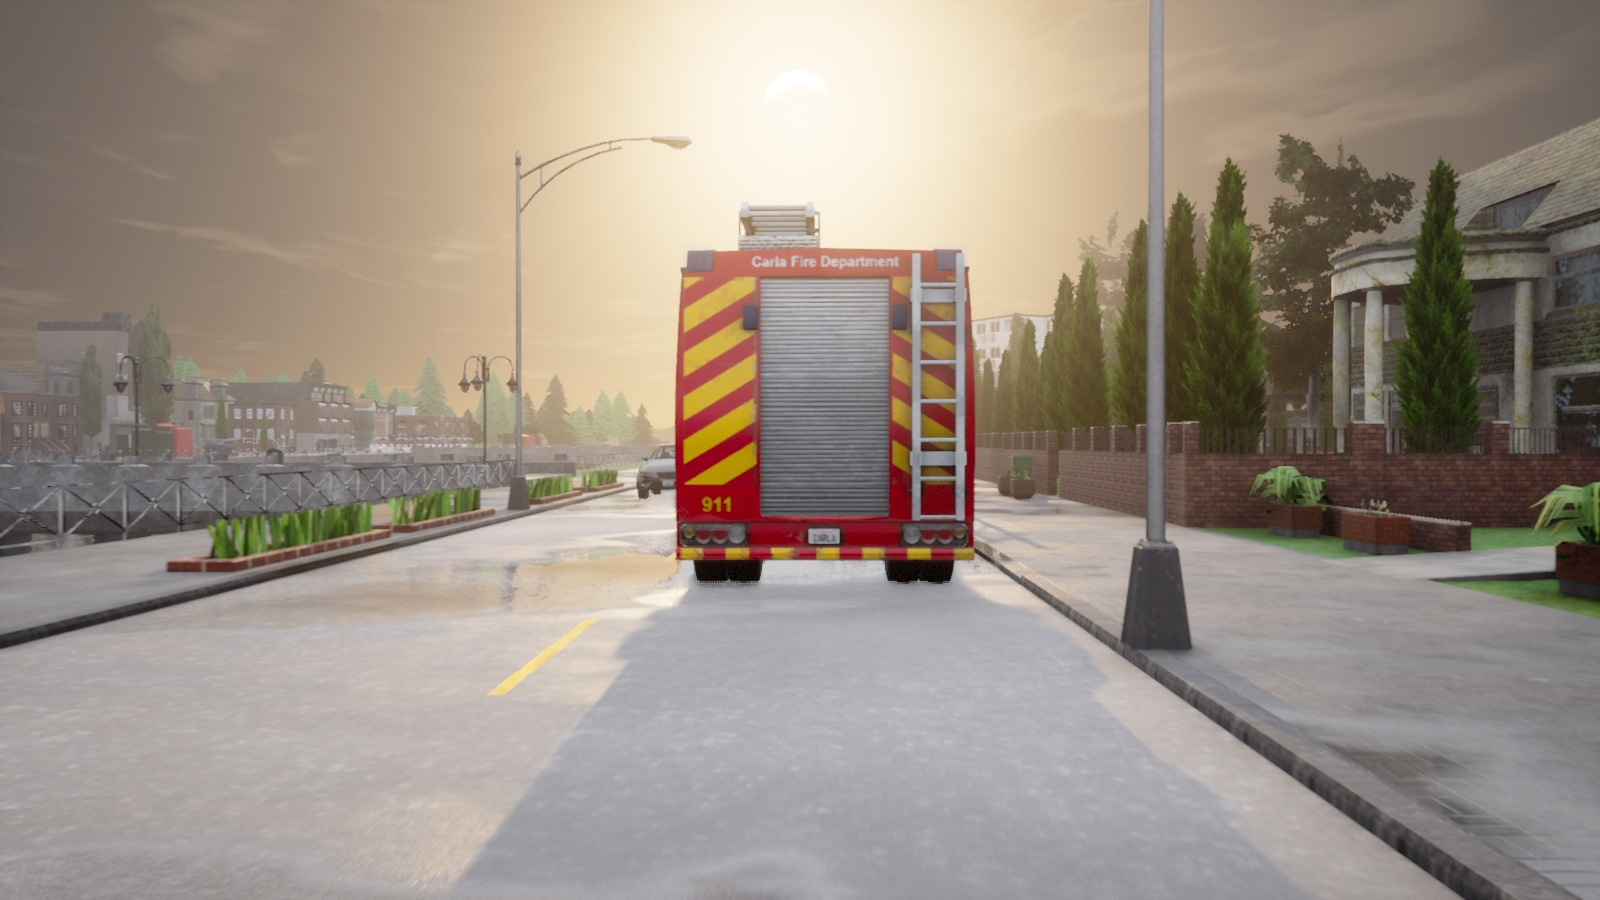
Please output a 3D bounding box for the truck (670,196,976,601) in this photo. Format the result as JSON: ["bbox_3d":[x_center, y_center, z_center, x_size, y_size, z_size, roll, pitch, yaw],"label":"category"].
[{"bbox_3d":[0.284,-0.509,16.112,2.891,3.827,8.468,0,0,1],"label":"truck"}]

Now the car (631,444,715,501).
[{"bbox_3d":[-3.428,0.561,34.533,1.816,1.474,4.193,0,0,1],"label":"car"}]
